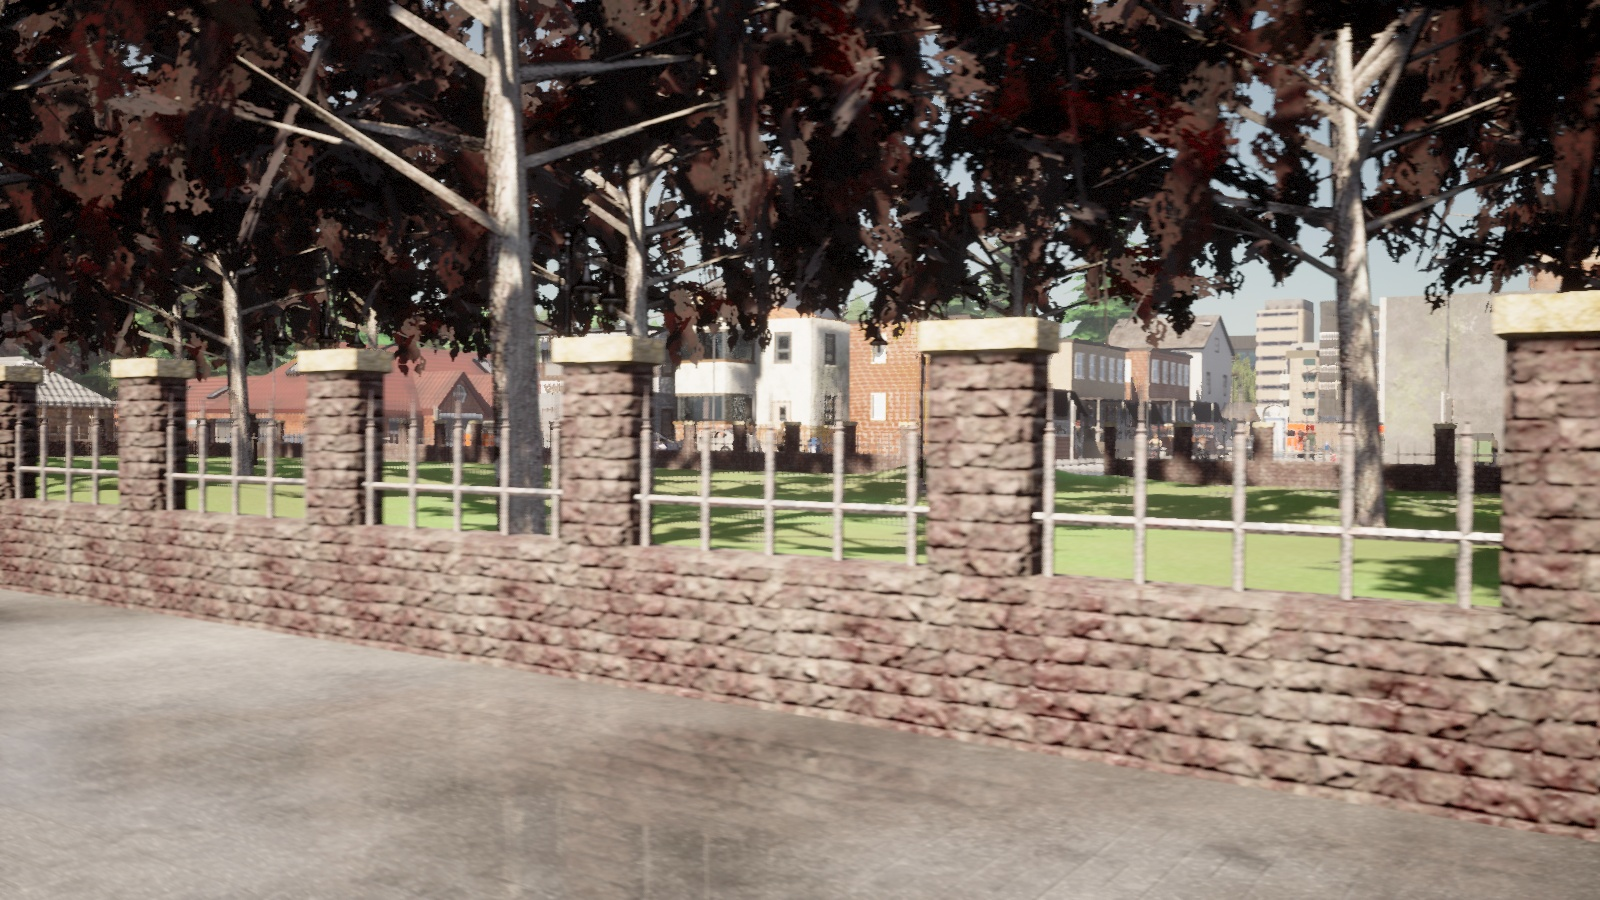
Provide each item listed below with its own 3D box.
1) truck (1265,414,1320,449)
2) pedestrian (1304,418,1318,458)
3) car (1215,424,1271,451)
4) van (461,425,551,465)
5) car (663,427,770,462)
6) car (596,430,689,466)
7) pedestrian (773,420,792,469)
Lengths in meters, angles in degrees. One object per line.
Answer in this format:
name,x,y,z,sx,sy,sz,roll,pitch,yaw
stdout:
truck,35.697,-1.321,90.982,2.627,2.467,5.204,0,1,34
pedestrian,23.924,-0.578,58.809,0.614,1.847,0.353,-1,1,-40
car,28.152,-0.834,79.683,2.152,1.651,5.027,0,1,34
van,-14.939,-0.250,63.707,4.442,1.987,1.775,0,1,32
car,-4.115,-0.289,61.245,5.027,1.651,2.152,0,1,37
car,-7.358,-0.104,58.665,3.988,1.617,1.851,0,1,32
pedestrian,-0.665,-0.206,47.881,0.634,1.846,0.331,0,1,34
